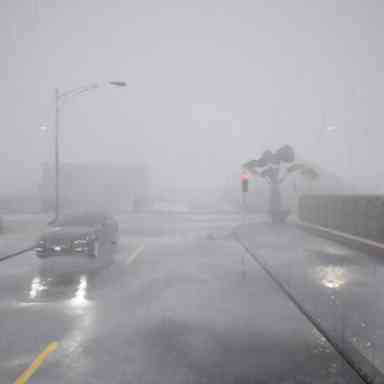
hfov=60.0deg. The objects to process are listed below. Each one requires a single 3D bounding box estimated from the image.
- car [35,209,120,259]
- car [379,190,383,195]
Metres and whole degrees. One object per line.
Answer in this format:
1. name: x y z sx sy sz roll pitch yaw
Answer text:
1. car: -4.016 1.441 12.429 1.837 1.490 4.892 0 0 1
2. car: 38.035 0.633 66.060 1.905 1.878 3.866 0 0 0
